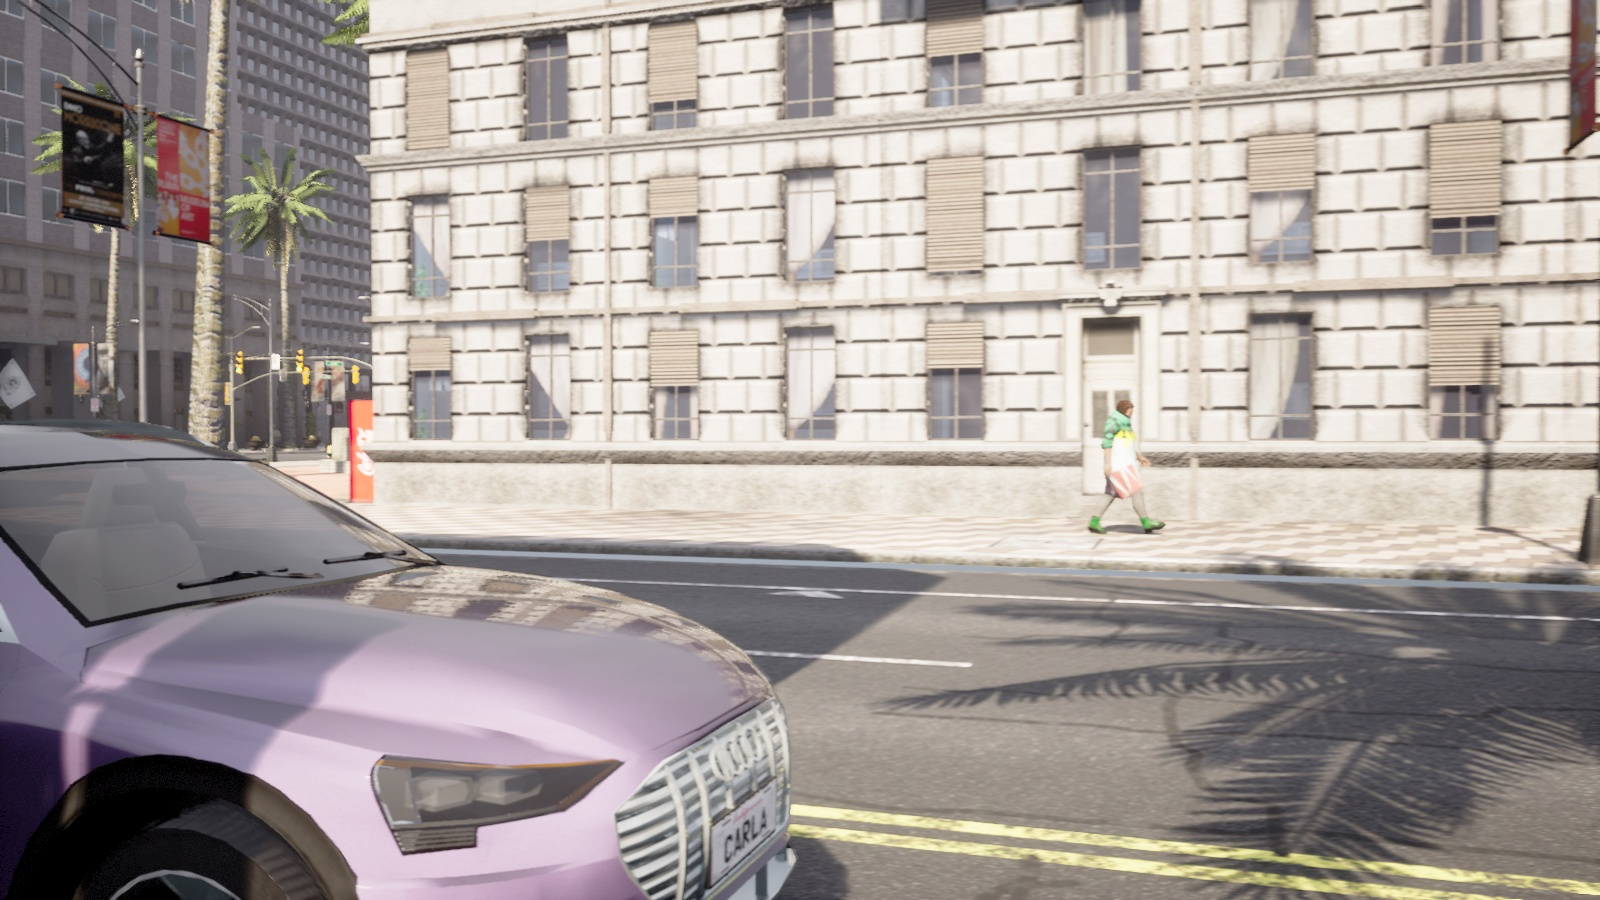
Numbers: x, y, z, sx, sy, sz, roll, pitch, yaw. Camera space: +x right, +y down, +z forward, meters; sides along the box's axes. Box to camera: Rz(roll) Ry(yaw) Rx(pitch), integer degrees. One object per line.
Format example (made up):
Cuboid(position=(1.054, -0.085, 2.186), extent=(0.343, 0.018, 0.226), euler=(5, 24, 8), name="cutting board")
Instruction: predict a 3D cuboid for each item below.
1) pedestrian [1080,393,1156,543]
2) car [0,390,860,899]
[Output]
Cuboid(position=(4.270, 0.229, 16.846), extent=(0.873, 1.952, 0.659), euler=(1, 1, 23), name="pedestrian")
Cuboid(position=(-2.428, 0.681, 4.013), extent=(4.856, 1.649, 2.033), euler=(1, 1, 19), name="car")
